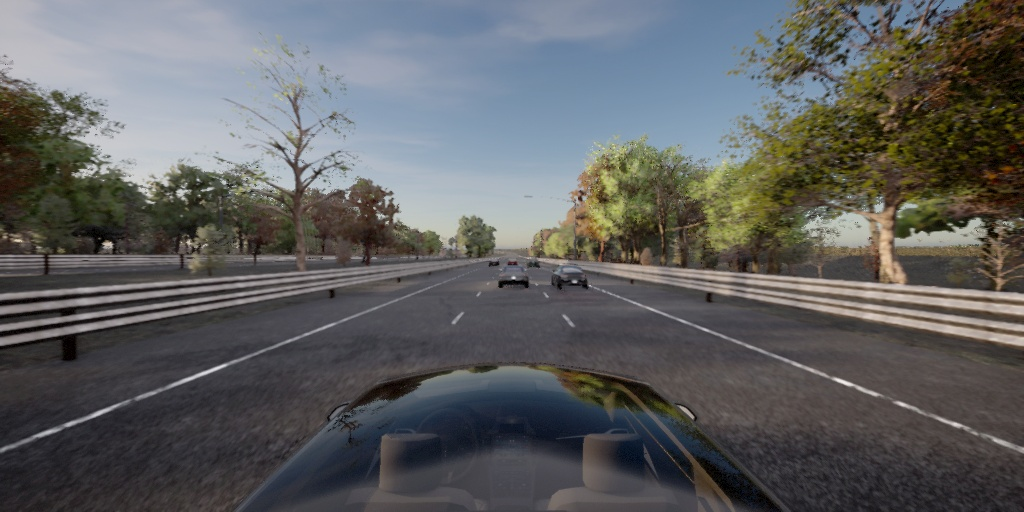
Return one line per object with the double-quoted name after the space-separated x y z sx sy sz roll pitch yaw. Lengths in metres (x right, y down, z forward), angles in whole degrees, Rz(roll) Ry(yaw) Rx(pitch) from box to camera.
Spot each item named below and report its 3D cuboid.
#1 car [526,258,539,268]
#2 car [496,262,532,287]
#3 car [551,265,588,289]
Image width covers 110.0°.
3.619 1.152 63.017 2.097 1.767 4.553 0 0 0 "car"
0.108 1.337 24.611 1.994 1.385 4.181 0 0 0 "car"
3.609 1.297 22.912 1.812 1.442 4.674 0 0 0 "car"
